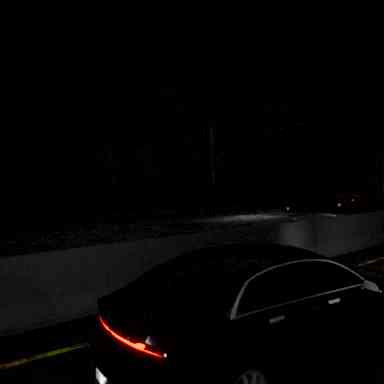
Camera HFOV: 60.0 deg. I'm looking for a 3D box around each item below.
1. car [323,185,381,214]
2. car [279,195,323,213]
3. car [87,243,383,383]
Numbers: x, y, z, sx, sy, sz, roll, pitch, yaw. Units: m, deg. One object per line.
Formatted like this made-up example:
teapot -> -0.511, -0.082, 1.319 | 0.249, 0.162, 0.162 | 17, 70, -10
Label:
car -> 13.212, 0.523, 26.353 | 5.566, 2.045, 2.150 | -2, 1, -35
car -> 9.498, 0.966, 27.987 | 4.718, 1.301, 1.895 | -2, 1, -36
car -> 1.115, 1.480, 4.551 | 4.892, 1.490, 1.837 | -1, 1, -35
